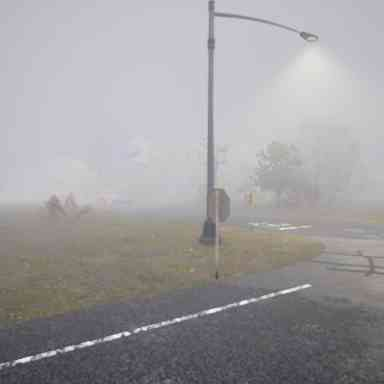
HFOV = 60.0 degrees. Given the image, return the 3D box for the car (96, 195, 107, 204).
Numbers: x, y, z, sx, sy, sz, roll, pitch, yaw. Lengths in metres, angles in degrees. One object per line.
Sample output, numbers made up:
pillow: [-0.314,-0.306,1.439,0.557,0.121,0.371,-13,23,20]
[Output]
car: [-16.007,1.361,61.011,1.882,1.535,5.008,0,0,-34]

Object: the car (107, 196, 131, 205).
car: [-11.686,1.389,54.568,2.128,1.511,4.902,0,0,-33]
